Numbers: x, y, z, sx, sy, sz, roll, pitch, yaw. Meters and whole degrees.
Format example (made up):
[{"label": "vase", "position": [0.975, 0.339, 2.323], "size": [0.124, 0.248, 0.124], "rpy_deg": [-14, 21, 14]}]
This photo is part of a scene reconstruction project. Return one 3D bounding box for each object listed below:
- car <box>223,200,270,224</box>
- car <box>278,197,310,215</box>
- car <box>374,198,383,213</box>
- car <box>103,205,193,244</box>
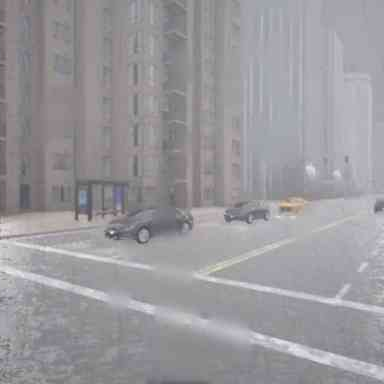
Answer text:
[{"label": "car", "position": [3.999, 1.369, 23.827], "size": [1.837, 1.490, 4.892], "rpy_deg": [1, 1, 35]}, {"label": "car", "position": [9.963, 1.305, 32.328], "size": [1.882, 1.535, 5.008], "rpy_deg": [1, 1, 36]}, {"label": "car", "position": [19.798, 1.361, 33.953], "size": [1.837, 1.490, 4.892], "rpy_deg": [1, 0, 35]}, {"label": "car", "position": [-1.846, 1.405, 15.480], "size": [1.837, 1.490, 4.892], "rpy_deg": [1, 1, 36]}]
